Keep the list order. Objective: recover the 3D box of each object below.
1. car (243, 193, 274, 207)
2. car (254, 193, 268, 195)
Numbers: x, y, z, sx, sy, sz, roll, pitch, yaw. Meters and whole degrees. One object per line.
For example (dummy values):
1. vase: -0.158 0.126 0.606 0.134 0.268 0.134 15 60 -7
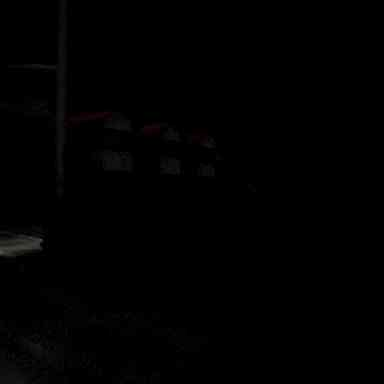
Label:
1. car: 8.282 0.958 41.219 1.837 1.490 4.892 2 1 35
2. car: 8.611 1.216 35.690 2.150 2.045 5.566 2 0 36
